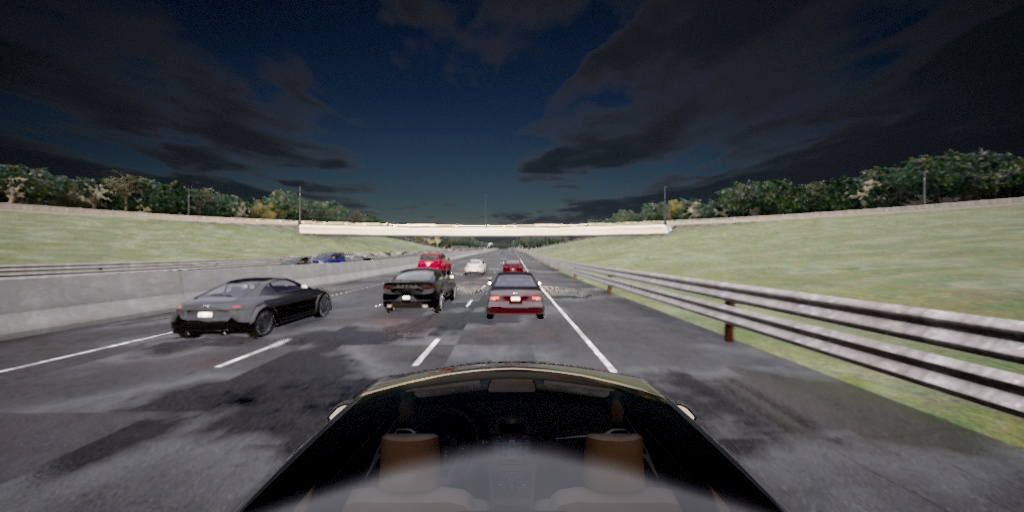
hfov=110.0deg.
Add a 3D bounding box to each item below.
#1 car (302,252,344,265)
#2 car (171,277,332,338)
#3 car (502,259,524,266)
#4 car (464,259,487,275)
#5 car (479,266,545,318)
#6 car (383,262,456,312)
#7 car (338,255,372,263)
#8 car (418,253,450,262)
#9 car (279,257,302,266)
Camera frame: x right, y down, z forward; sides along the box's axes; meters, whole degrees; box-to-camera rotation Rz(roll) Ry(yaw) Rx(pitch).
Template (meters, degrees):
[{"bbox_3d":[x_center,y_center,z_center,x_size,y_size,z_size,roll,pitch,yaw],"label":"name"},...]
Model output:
[{"bbox_3d":[-21.097,0.586,41.132,2.150,2.045,5.566,0,1,0],"label":"car"},{"bbox_3d":[-6.901,1.279,10.069,1.994,1.385,4.181,0,0,0],"label":"car"},{"bbox_3d":[0.094,0.977,34.651,1.882,1.535,5.008,0,1,0],"label":"car"},{"bbox_3d":[-3.405,1.032,34.240,1.812,1.442,4.674,0,1,0],"label":"car"},{"bbox_3d":[0.100,1.250,12.704,2.033,1.411,5.357,0,0,0],"label":"car"},{"bbox_3d":[-3.403,1.176,14.001,1.882,1.535,5.008,0,0,0],"label":"car"},{"bbox_3d":[-17.596,0.868,41.198,1.837,1.490,4.892,0,1,0],"label":"car"},{"bbox_3d":[-6.906,0.760,32.281,2.150,2.045,5.566,0,1,0],"label":"car"},{"bbox_3d":[-24.595,0.868,41.191,1.837,1.490,4.892,0,1,0],"label":"car"}]
